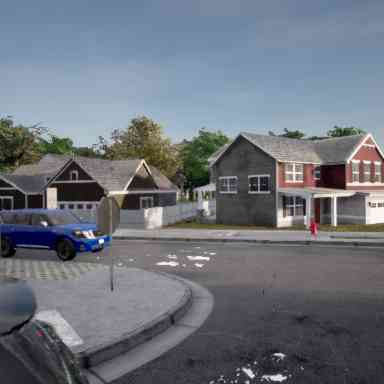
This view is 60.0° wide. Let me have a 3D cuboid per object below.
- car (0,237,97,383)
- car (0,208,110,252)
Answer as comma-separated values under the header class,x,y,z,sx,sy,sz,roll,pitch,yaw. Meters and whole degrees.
class,x,y,z,sx,sy,sz,roll,pitch,yaw
car,-2.557,1.351,1.129,4.553,1.767,2.097,0,0,-34
car,-6.335,1.769,14.817,5.566,2.045,2.150,-2,0,22
